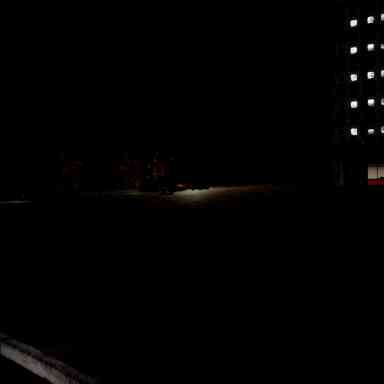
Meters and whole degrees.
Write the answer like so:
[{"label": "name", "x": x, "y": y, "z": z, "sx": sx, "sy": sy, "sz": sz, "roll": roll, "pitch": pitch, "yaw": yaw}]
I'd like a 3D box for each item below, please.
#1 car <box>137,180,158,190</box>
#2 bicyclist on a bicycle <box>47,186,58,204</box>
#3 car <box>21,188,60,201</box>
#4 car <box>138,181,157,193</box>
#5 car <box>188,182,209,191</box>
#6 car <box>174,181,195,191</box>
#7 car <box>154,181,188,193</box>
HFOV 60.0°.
[{"label": "car", "x": -7.424, "y": -1.028, "z": 59.699, "sx": 2.150, "sy": 2.045, "sz": 5.566, "roll": 0, "pitch": 2, "yaw": 30}, {"label": "bicyclist on a bicycle", "x": -12.699, "y": 0.252, "z": 30.290, "sx": 1.656, "sy": 1.620, "sz": 0.582, "roll": -1, "pitch": 2, "yaw": 33}, {"label": "car", "x": -18.677, "y": 0.245, "z": 41.180, "sx": 1.812, "sy": 1.442, "sz": 4.674, "roll": 0, "pitch": 2, "yaw": 32}, {"label": "car", "x": -6.059, "y": -0.584, "z": 55.445, "sx": 2.033, "sy": 1.411, "sz": 5.357, "roll": 0, "pitch": 2, "yaw": 30}, {"label": "car", "x": 1.498, "y": -0.965, "z": 62.255, "sx": 1.895, "sy": 1.301, "sz": 4.718, "roll": 0, "pitch": 2, "yaw": 29}, {"label": "car", "x": -1.379, "y": -1.201, "z": 63.769, "sx": 2.097, "sy": 1.767, "sz": 4.553, "roll": 0, "pitch": 2, "yaw": 29}, {"label": "car", "x": -3.281, "y": -0.592, "z": 53.757, "sx": 2.033, "sy": 1.411, "sz": 5.357, "roll": 0, "pitch": 2, "yaw": 30}]
